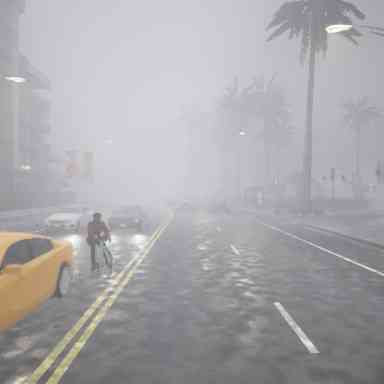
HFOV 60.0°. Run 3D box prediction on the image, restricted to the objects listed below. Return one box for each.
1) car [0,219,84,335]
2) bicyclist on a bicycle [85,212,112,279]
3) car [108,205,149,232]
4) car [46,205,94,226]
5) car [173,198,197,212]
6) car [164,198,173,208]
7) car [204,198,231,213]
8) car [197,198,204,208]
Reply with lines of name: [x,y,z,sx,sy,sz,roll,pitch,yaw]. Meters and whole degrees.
car: [-3.632,1.479,5.660,1.882,1.535,5.008,0,0,-1]
bicyclist on a bicycle: [-2.324,1.329,8.234,0.582,1.620,1.656,-3,-13,-34]
car: [-3.682,1.525,20.074,1.812,1.442,4.674,0,0,0]
car: [-7.181,1.525,20.089,1.812,1.442,4.674,0,0,0]
car: [-0.887,1.526,38.646,1.812,1.442,4.674,0,0,-7]
car: [-2.791,1.526,48.343,1.812,1.442,4.674,0,0,-16]
car: [2.881,1.601,36.966,1.895,1.301,4.718,0,0,-6]
car: [1.264,1.547,46.945,2.033,1.411,5.357,0,0,-14]
